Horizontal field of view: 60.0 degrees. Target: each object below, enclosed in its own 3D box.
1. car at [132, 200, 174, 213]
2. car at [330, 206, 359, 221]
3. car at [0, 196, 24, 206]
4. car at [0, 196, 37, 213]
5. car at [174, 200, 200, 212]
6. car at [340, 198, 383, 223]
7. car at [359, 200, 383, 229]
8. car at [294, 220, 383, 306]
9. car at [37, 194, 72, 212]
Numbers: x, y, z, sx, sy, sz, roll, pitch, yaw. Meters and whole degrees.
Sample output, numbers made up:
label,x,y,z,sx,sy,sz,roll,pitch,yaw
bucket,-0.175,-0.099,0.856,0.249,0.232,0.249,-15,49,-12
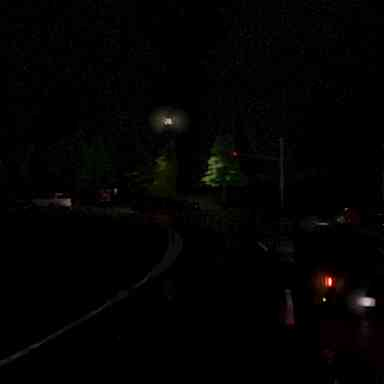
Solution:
label,x,y,z,sx,sy,sz,roll,pitch,yaw
car,-4.558,1.562,36.201,4.181,1.385,1.994,0,0,32
car,11.459,1.561,22.112,4.181,1.385,1.994,0,0,32
car,-30.928,1.504,56.729,4.892,1.490,1.837,0,0,32
car,-20.102,1.525,37.627,4.674,1.442,1.812,0,0,32
car,-1.200,1.561,38.232,4.181,1.385,1.994,0,0,32
car,13.682,1.349,24.853,4.553,1.767,2.097,0,0,32
car,12.160,1.222,17.555,5.566,2.045,2.150,0,0,32
car,3.505,1.600,7.898,1.895,1.301,4.718,0,0,13
car,-16.820,1.220,39.708,5.566,2.045,2.150,0,0,32
